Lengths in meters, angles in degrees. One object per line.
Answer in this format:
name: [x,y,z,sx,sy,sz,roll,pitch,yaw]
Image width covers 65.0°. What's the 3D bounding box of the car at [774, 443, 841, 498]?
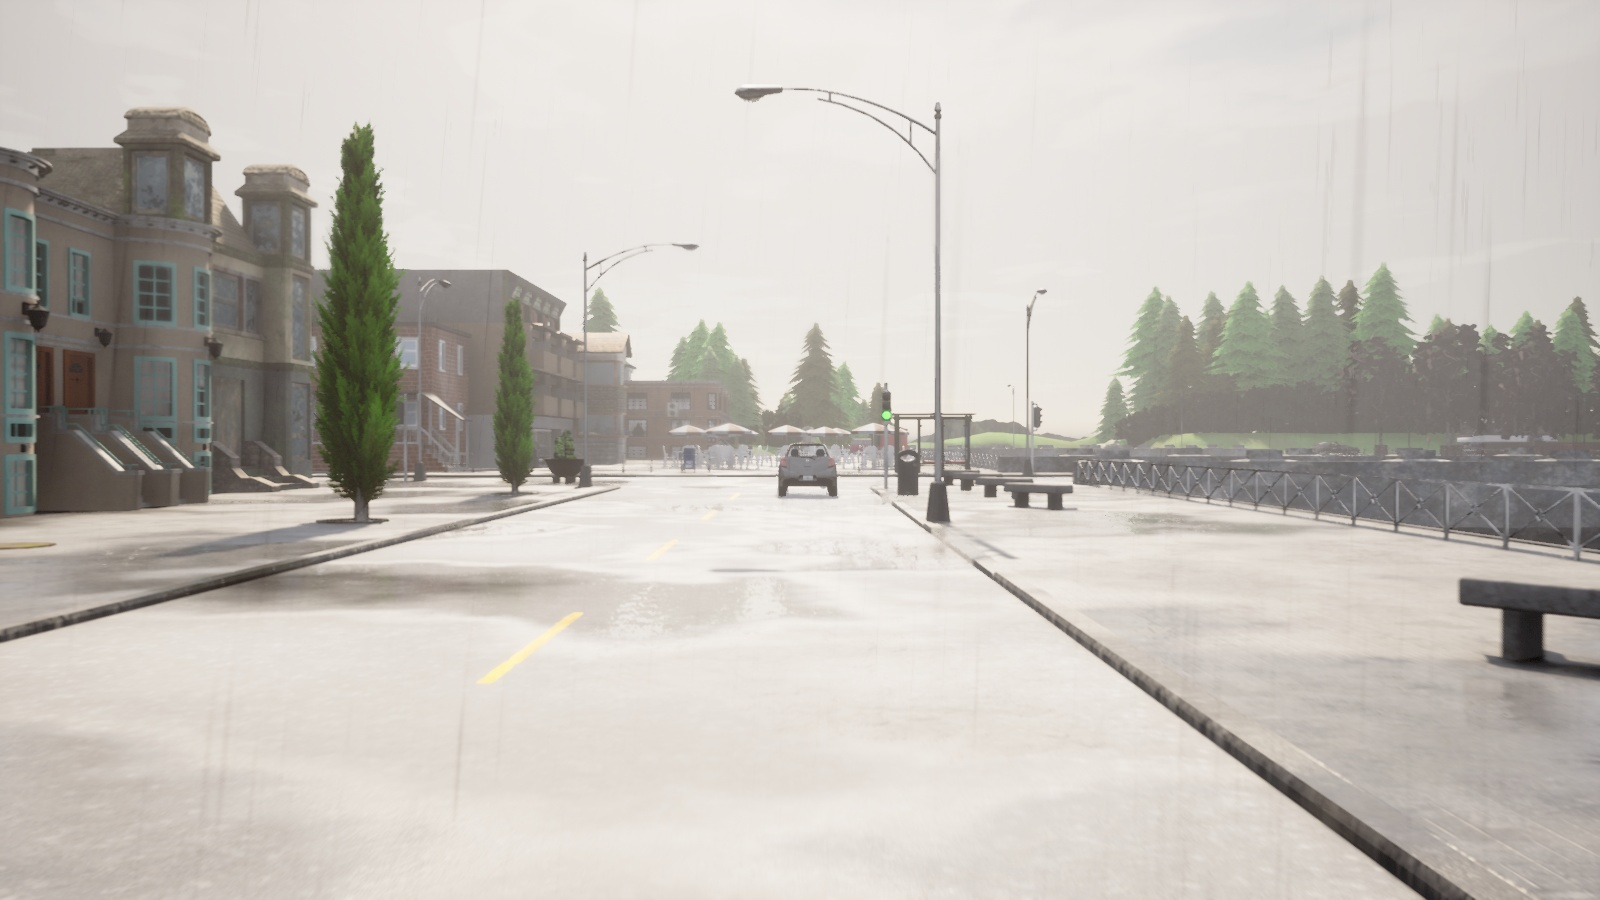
car: [0.216,0.556,36.250,1.845,1.501,3.633,0,0,0]
